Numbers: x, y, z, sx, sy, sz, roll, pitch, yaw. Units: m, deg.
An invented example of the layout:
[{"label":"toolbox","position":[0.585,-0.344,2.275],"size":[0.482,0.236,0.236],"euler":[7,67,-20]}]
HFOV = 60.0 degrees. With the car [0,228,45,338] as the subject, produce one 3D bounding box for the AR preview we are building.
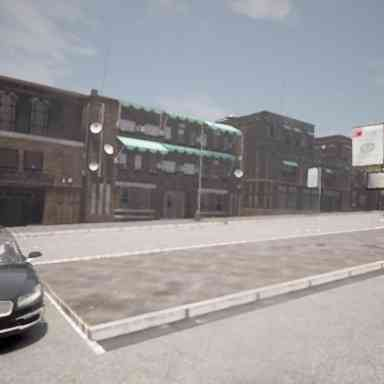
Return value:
[{"label":"car","position":[-4.205,1.482,6.399],"size":[2.231,1.521,4.892],"euler":[1,0,-35]}]
